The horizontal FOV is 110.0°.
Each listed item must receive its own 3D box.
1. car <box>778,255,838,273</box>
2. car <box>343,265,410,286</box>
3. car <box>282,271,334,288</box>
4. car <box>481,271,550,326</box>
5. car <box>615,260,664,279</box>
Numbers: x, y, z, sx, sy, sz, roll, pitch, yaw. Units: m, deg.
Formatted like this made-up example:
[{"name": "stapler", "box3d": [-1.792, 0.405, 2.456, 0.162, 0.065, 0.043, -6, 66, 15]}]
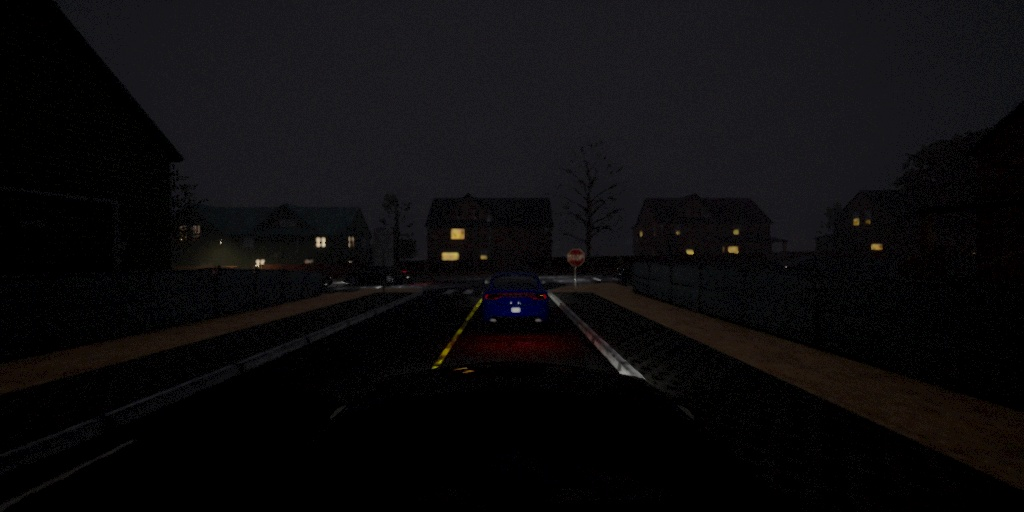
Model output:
[{"name": "car", "box3d": [22.935, 0.667, 27.382, 5.357, 1.411, 2.033, -1, 1, 0]}, {"name": "car", "box3d": [-10.316, 1.409, 27.344, 4.892, 1.490, 1.837, -1, -1, 4]}, {"name": "car", "box3d": [-14.826, 1.658, 24.377, 4.718, 1.301, 1.895, -1, 1, 0]}, {"name": "car", "box3d": [0.097, 1.218, 11.590, 1.882, 1.535, 5.008, 0, 0, 0]}, {"name": "car", "box3d": [10.394, 1.016, 27.334, 4.718, 1.301, 1.895, -1, 1, -1]}]
